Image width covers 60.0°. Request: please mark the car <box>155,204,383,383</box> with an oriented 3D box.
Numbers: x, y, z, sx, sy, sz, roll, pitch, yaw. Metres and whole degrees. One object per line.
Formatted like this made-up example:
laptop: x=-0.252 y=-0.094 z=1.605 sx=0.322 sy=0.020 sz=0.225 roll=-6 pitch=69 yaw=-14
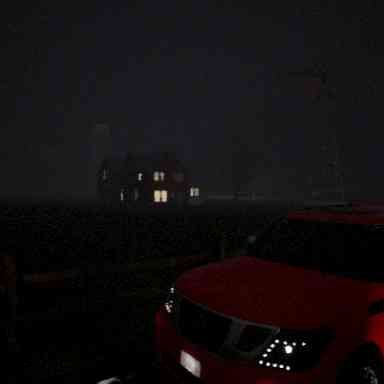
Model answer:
car: x=2.232 y=1.234 z=4.668 sx=5.566 sy=2.045 sz=2.150 roll=0 pitch=0 yaw=-36
